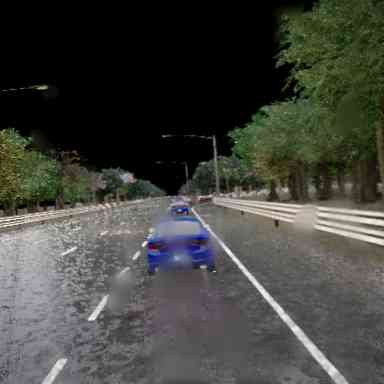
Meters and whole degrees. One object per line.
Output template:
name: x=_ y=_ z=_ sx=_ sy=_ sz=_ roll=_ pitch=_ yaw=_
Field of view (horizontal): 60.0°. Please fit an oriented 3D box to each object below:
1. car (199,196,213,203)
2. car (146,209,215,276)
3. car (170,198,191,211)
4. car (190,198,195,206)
car: x=3.306 y=1.602 z=77.165 sx=1.882 sy=1.535 sz=5.008 roll=-4 pitch=0 yaw=22
car: x=-0.399 y=1.578 z=10.989 sx=1.882 sy=1.535 sz=5.008 roll=-4 pitch=-1 yaw=-2
car: x=-1.413 y=1.787 z=37.628 sx=1.882 sy=1.535 sz=5.008 roll=-4 pitch=-1 yaw=-2
car: x=-0.560 y=1.872 z=61.674 sx=1.812 sy=1.442 sz=4.674 roll=-5 pitch=0 yaw=9
